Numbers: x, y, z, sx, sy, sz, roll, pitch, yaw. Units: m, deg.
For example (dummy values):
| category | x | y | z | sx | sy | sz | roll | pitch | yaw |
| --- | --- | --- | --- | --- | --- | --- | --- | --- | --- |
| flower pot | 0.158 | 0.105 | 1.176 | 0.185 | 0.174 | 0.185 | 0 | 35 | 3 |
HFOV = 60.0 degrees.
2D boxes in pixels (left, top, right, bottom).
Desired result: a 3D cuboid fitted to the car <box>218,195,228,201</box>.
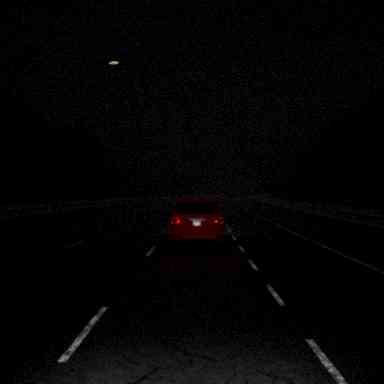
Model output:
| category | x | y | z | sx | sy | sz | roll | pitch | yaw |
| --- | --- | --- | --- | --- | --- | --- | --- | --- | --- |
| car | 7.912 | 1.609 | 84.840 | 2.033 | 1.411 | 5.357 | 0 | 0 | 11 |

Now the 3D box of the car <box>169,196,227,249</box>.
| category | x | y | z | sx | sy | sz | roll | pitch | yaw |
| --- | --- | --- | --- | --- | --- | --- | --- | --- | --- |
| car | 0.268 | 1.226 | 14.675 | 2.150 | 2.045 | 5.566 | 0 | 0 | 2 |

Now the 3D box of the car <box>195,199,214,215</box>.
| category | x | y | z | sx | sy | sz | roll | pitch | yaw |
| --- | --- | --- | --- | --- | --- | --- | --- | --- | --- |
| car | 1.401 | 1.548 | 34.981 | 1.812 | 1.442 | 4.674 | 0 | 0 | 4 |

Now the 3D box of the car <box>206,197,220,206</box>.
| category | x | y | z | sx | sy | sz | roll | pitch | yaw |
| --- | --- | --- | --- | --- | --- | --- | --- | --- | --- |
| car | 3.739 | 1.578 | 58.066 | 2.033 | 1.411 | 5.357 | 0 | 0 | 7 |
